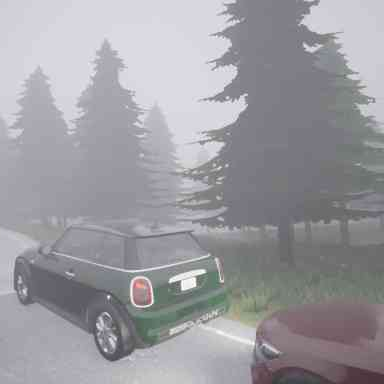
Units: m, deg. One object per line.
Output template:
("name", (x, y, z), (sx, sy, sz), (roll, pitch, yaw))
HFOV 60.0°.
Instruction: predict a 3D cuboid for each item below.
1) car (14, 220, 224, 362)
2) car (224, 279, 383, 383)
("car", (-1.578, 1.308, 6.213), (4.553, 1.767, 2.097), (1, 1, 44))
("car", (2.753, 1.531, 2.594), (4.674, 1.442, 1.812), (1, 0, 36))
